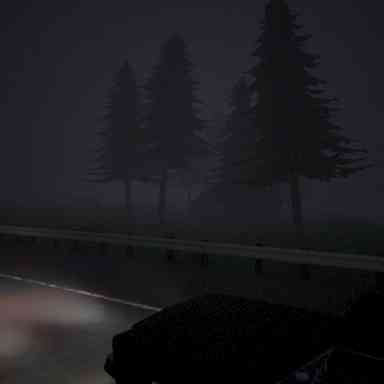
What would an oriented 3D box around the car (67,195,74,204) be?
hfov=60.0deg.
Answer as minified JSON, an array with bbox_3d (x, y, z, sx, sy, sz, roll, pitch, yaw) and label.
[{"bbox_3d":[-19.822,1.351,58.116,2.097,1.767,4.553,0,0,14],"label":"car"}]

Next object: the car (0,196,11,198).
[{"bbox_3d":[-36.960,1.525,61.903,2.128,1.511,4.902,0,0,17],"label":"car"}]

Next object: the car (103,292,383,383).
[{"bbox_3d":[1.462,1.601,2.725,4.718,1.301,1.895,0,0,35],"label":"car"}]

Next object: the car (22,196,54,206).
[{"bbox_3d":[-24.554,1.506,54.041,1.837,1.490,4.892,0,0,16],"label":"car"}]

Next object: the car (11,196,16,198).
[{"bbox_3d":[-38.538,1.525,72.126,2.128,1.511,4.902,0,0,10],"label":"car"}]

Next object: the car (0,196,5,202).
[{"bbox_3d":[-45.192,1.552,76.366,1.994,1.385,4.181,0,0,6],"label":"car"}]

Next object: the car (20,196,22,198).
[{"bbox_3d":[-27.050,1.492,58.251,2.128,1.511,4.902,0,0,14],"label":"car"}]

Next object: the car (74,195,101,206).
[{"bbox_3d":[-16.946,1.351,55.316,2.097,1.767,4.553,0,0,15],"label":"car"}]

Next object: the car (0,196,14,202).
[{"bbox_3d":[-41.872,1.595,73.841,1.895,1.301,4.718,0,0,6],"label":"car"}]

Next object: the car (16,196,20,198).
[{"bbox_3d":[-35.012,1.540,72.020,2.033,1.411,5.357,0,0,6],"label":"car"}]
